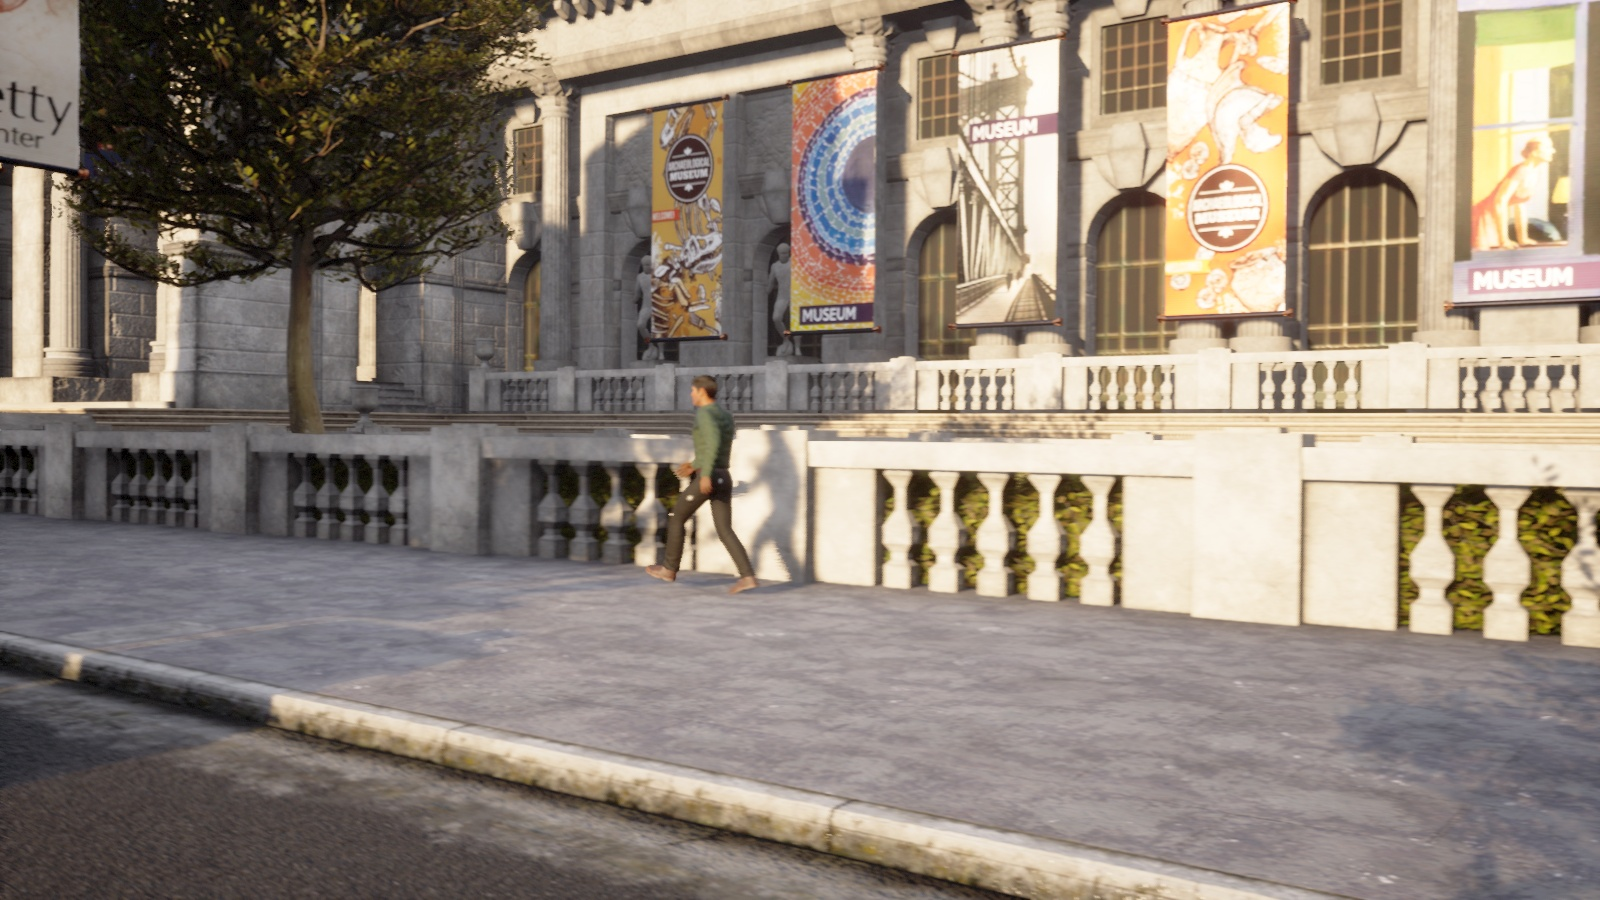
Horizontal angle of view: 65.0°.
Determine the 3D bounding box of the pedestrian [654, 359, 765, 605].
[{"bbox_3d":[-0.747,0.254,10.336,0.788,1.949,0.423,0,1,27],"label":"pedestrian"}]
